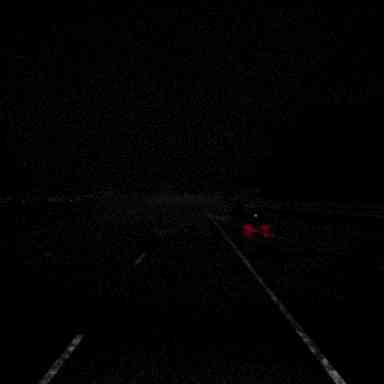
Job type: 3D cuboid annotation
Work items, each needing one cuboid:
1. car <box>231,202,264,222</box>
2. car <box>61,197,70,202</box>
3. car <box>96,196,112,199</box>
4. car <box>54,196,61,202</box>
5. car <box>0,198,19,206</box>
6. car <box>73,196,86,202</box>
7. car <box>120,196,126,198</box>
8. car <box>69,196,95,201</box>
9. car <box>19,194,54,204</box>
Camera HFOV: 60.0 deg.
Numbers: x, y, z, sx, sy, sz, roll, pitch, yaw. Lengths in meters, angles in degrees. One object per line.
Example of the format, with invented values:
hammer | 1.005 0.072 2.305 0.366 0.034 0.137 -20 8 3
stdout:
car | 4.477 1.576 27.163 1.812 1.442 4.674 0 0 -7
car | -24.495 1.640 68.110 1.837 1.490 4.892 0 0 0
car | -17.496 1.667 68.791 2.128 1.511 4.902 0 0 0
car | -27.995 1.617 67.618 1.882 1.535 5.008 0 0 0
car | -28.038 1.651 51.998 2.033 1.411 5.357 0 0 1
car | -27.994 1.644 82.898 1.994 1.385 4.181 0 0 0
car | -17.494 1.773 84.434 1.895 1.301 4.718 0 0 0
car | -17.550 1.671 53.394 1.994 1.385 4.181 0 0 0
car | -24.545 1.325 52.666 2.150 2.045 5.566 0 0 1
